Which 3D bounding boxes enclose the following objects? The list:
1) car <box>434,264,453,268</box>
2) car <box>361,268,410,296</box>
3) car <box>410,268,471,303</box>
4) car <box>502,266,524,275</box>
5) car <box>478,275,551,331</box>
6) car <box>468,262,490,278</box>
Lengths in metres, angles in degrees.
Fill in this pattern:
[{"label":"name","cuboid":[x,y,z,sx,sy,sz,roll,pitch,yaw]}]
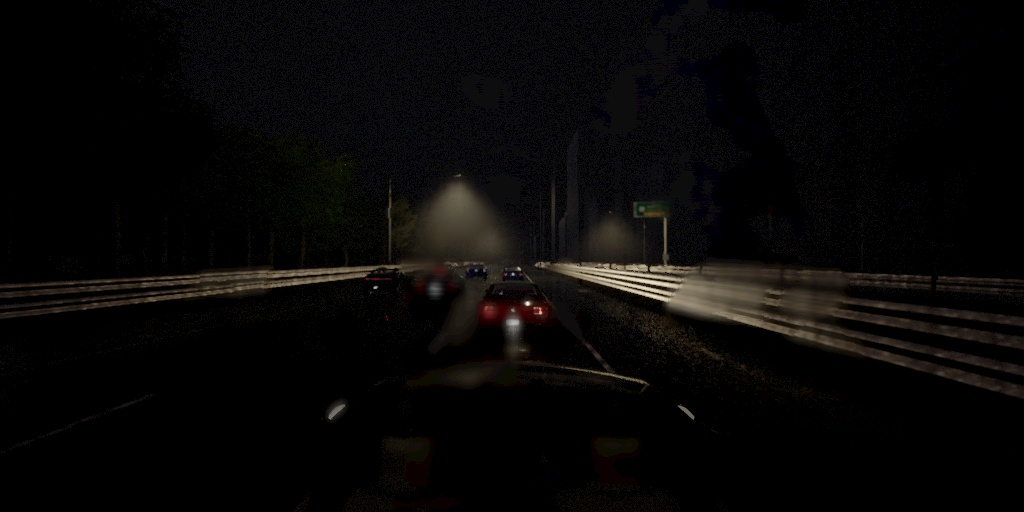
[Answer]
[{"label":"car","cuboid":[-6.903,1.594,36.540,1.837,1.490,4.892,0,0,0]},{"label":"car","cuboid":[-6.904,1.420,20.596,2.128,1.511,4.902,0,-1,0]},{"label":"car","cuboid":[-3.408,1.467,17.924,1.994,1.385,4.181,0,-1,0]},{"label":"car","cuboid":[0.096,1.591,32.083,2.033,1.411,5.357,0,-1,0]},{"label":"car","cuboid":[0.077,1.440,11.308,1.895,1.301,4.718,0,-1,0]},{"label":"car","cuboid":[-3.404,1.439,36.437,2.097,1.767,4.553,0,-1,0]}]
